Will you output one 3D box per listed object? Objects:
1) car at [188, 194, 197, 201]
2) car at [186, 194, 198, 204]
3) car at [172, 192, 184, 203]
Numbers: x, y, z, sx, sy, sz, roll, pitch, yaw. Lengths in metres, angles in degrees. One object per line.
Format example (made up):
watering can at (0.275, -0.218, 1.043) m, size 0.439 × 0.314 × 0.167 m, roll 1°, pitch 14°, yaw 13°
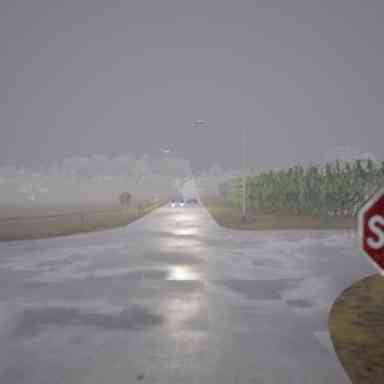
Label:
car at (0.093, 1.076, 69.769) m, size 1.895 × 1.301 × 4.718 m, roll 0°, pitch 2°, yaw 0°
car at (0.079, 1.395, 59.744) m, size 1.812 × 1.442 × 4.674 m, roll 0°, pitch 1°, yaw 0°
car at (-2.666, 1.010, 63.883) m, size 2.150 × 2.045 × 5.566 m, roll 0°, pitch 1°, yaw 0°
